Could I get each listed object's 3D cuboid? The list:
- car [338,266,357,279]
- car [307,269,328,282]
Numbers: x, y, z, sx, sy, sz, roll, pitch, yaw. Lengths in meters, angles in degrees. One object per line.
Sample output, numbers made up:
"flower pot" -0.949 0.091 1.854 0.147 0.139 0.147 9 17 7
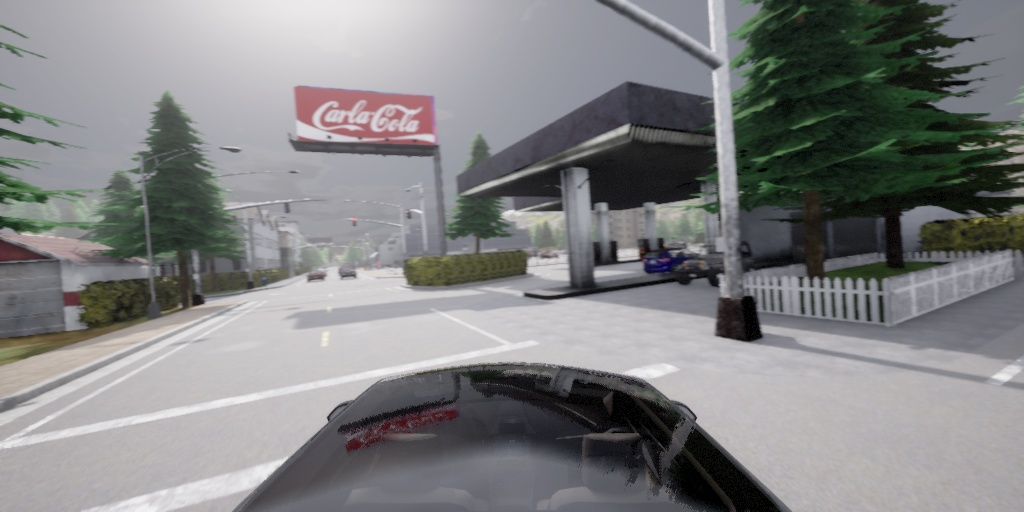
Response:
"car" -21.008 2.251 46.033 1.895 1.301 4.718 -5 1 -26
"car" -24.547 2.521 44.991 1.895 1.301 4.718 -5 1 -26
